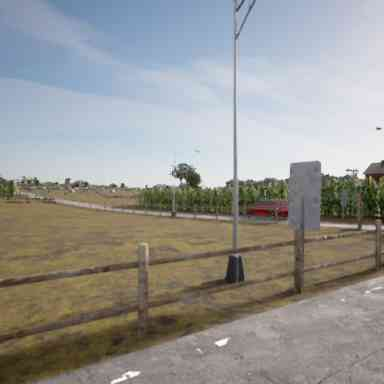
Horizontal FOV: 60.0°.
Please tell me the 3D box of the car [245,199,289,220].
[{"bbox_3d":[7.773,1.810,34.481,2.150,2.045,5.566,3,-3,-36],"label":"car"}]
